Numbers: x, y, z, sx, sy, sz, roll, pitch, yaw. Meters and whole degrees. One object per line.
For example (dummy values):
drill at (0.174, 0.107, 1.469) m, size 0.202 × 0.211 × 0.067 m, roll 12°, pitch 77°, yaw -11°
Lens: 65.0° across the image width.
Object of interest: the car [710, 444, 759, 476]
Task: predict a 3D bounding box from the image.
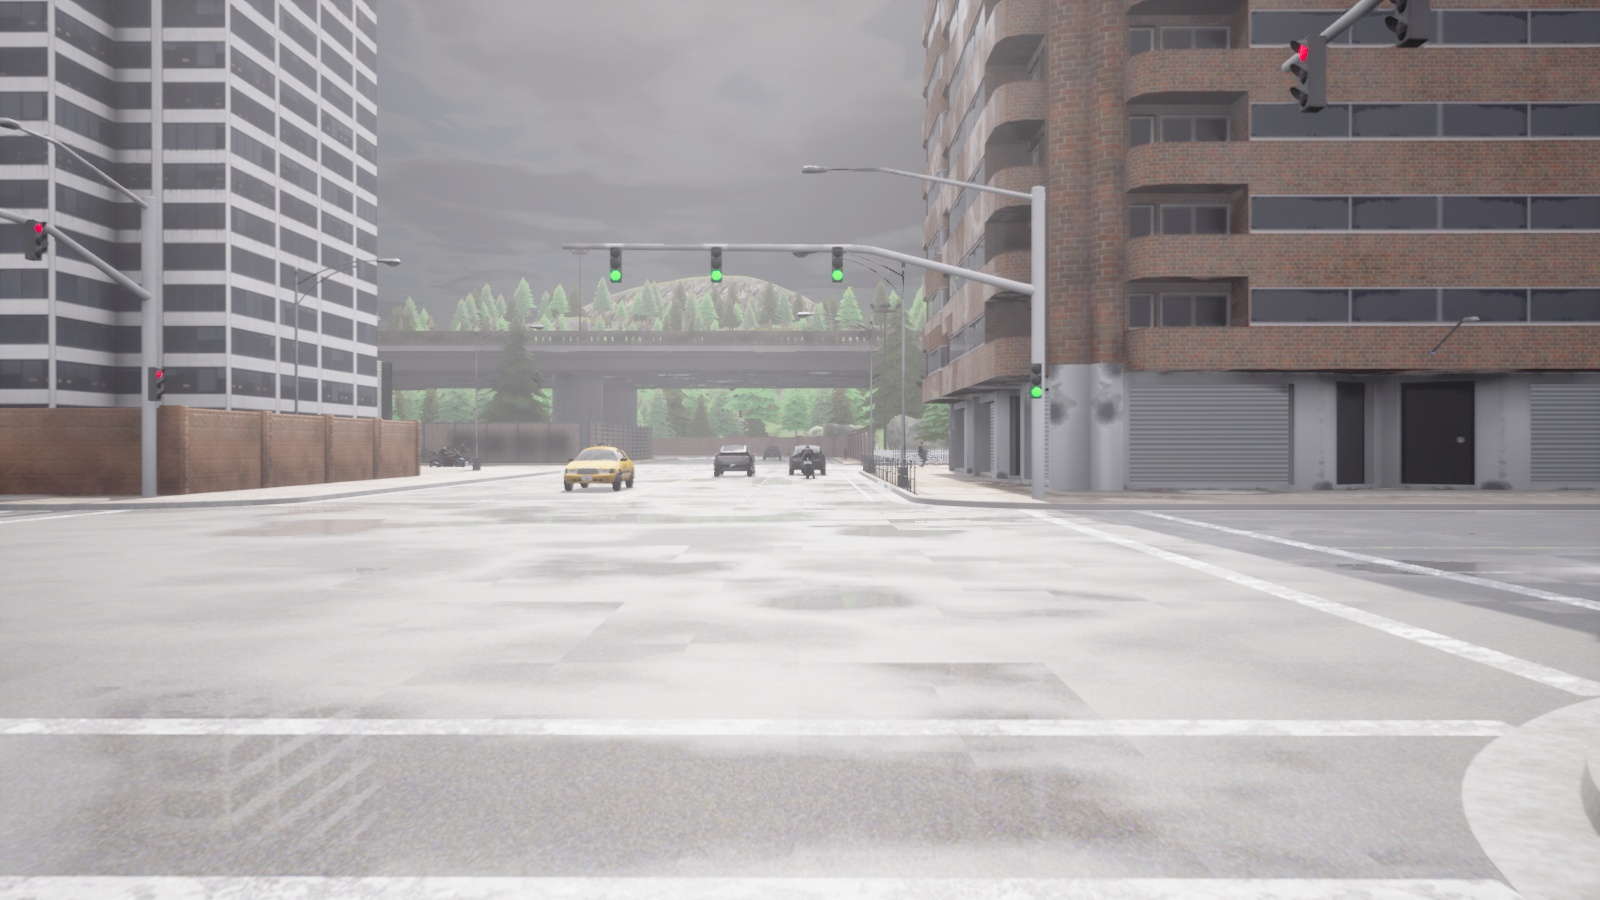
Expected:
car at (-3.143, 0.464, 61.114) m, size 2.128 × 1.511 × 4.902 m, roll 0°, pitch 0°, yaw 0°

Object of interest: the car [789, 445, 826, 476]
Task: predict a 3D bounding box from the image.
car at (0.373, 0.505, 63.965) m, size 1.837 × 1.490 × 4.892 m, roll 0°, pitch 0°, yaw 0°

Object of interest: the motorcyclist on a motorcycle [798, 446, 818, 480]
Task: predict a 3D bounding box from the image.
motorcyclist on a motorcycle at (0.342, 0.564, 56.459) m, size 0.866 × 1.530 × 2.191 m, roll 0°, pitch 0°, yaw 0°

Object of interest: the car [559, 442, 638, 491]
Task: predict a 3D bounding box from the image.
car at (-6.747, 0.516, 42.645) m, size 1.801 × 1.575 × 5.366 m, roll 0°, pitch 0°, yaw 0°

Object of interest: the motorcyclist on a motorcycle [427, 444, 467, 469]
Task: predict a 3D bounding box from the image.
motorcyclist on a motorcycle at (-21.542, 0.413, 76.601) m, size 2.191 × 1.530 × 0.866 m, roll 0°, pitch 0°, yaw 0°
